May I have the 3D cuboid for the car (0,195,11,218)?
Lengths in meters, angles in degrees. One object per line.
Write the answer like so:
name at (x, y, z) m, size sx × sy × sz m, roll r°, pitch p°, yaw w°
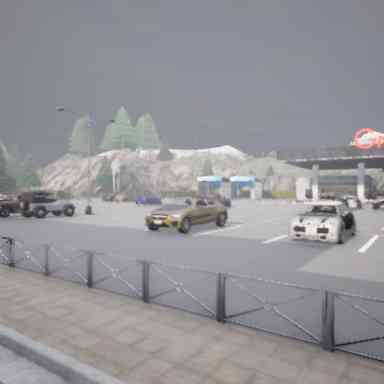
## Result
car at (-13.203, 0.917, 25.603) m, size 1.932 × 1.855 × 4.605 m, roll 0°, pitch 0°, yaw 35°

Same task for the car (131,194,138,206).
car at (-5.530, 1.027, 42.874) m, size 1.845 × 1.501 × 3.633 m, roll 0°, pitch 0°, yaw 35°

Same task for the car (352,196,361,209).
car at (17.263, 1.140, 36.360) m, size 1.970 × 1.475 × 3.806 m, roll 0°, pitch 0°, yaw 35°

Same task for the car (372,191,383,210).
car at (19.637, 0.876, 33.952) m, size 1.905 × 1.878 × 3.866 m, roll 0°, pitch 0°, yaw 35°

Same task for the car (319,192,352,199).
car at (12.434, 0.920, 29.388) m, size 1.932 × 1.855 × 4.605 m, roll 0°, pitch 0°, yaw 35°

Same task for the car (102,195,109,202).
car at (-13.440, 0.934, 57.706) m, size 2.007 × 1.523 × 4.514 m, roll 0°, pitch 0°, yaw 35°

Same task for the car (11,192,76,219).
car at (-10.586, 0.909, 24.275) m, size 1.905 × 1.878 × 3.866 m, roll 0°, pitch 0°, yaw 35°

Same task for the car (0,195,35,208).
car at (-21.658, 1.088, 40.741) m, size 1.970 × 1.475 × 3.806 m, roll 0°, pitch 0°, yaw 35°

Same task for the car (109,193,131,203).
car at (-10.839, 0.940, 55.951) m, size 2.152 × 1.636 × 5.027 m, roll 0°, pitch 0°, yaw 35°

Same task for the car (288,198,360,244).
car at (5.343, 1.158, 13.531) m, size 1.970 × 1.475 × 3.806 m, roll 0°, pitch 0°, yaw 35°

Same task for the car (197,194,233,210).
car at (2.634, 1.055, 37.112) m, size 2.007 × 1.523 × 4.514 m, roll 0°, pitch 0°, yaw 35°

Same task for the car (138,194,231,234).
car at (-0.101, 1.049, 16.943) m, size 2.152 × 1.636 × 5.027 m, roll 0°, pitch 0°, yaw 35°
